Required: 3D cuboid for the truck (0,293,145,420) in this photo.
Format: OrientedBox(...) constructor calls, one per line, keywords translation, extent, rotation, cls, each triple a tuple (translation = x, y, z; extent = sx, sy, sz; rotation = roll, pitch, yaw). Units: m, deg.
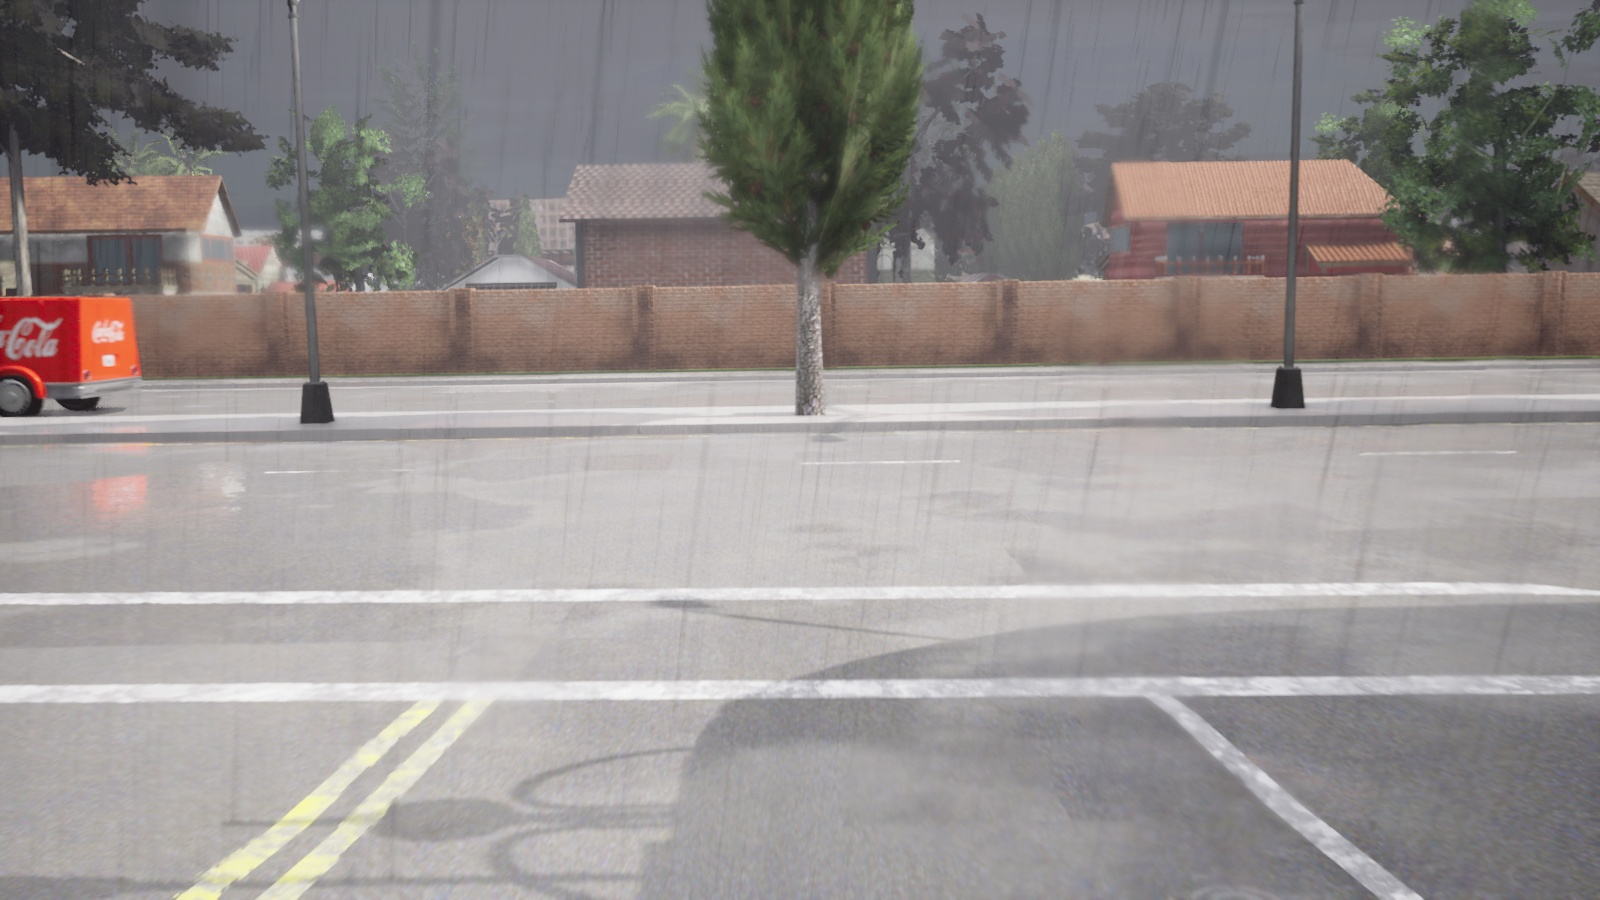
OrientedBox(translation=(-16.971, -1.966, 26.064), extent=(5.204, 2.467, 2.627), rotation=(-1, 7, 0), cls="truck")
